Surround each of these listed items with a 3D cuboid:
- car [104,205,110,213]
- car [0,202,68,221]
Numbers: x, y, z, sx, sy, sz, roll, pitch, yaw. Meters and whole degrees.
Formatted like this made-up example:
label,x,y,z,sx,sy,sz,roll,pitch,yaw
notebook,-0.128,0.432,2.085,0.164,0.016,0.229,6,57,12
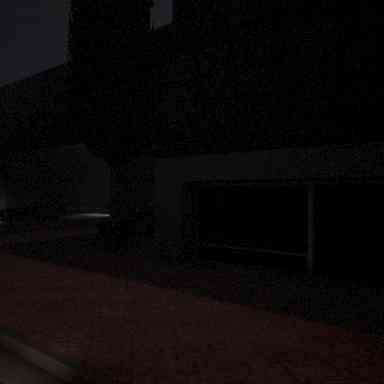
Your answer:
label,x,y,z,sx,sy,sz,roll,pitch,yaw
car,-7.246,1.526,35.749,1.812,1.442,4.674,0,0,35
car,-13.096,1.547,27.632,2.033,1.411,5.357,0,0,36
